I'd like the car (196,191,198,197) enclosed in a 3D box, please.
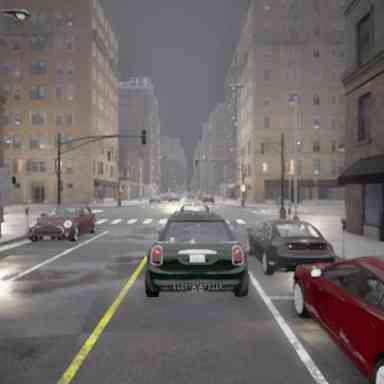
[{"bbox_3d":[2.537,0.768,70.298,2.192,1.841,5.009,0,0,0],"label":"car"}]

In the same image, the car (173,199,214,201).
[{"bbox_3d":[0.134,1.348,16.551,2.128,1.511,4.902,0,0,0],"label":"car"}]

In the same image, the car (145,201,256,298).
[{"bbox_3d":[0.078,1.277,8.512,2.097,1.767,4.553,0,1,-1],"label":"car"}]

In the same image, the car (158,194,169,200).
[{"bbox_3d":[-5.989,1.035,70.243,1.802,1.307,4.206,0,0,0],"label":"car"}]

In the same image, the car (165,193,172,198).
[{"bbox_3d":[-6.110,0.943,86.767,1.802,1.307,4.206,0,0,0],"label":"car"}]

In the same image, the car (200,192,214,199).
[{"bbox_3d":[2.657,1.107,53.779,1.887,1.381,4.507,0,0,0],"label":"car"}]

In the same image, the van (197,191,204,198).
[{"bbox_3d":[2.376,0.676,92.326,1.690,1.788,3.998,0,0,0],"label":"van"}]

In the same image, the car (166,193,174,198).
[{"bbox_3d":[-6.151,0.900,92.275,1.947,1.339,4.313,0,0,0],"label":"car"}]

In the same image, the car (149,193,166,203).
[{"bbox_3d":[-5.868,1.113,53.720,2.008,1.369,4.403,0,0,0],"label":"car"}]

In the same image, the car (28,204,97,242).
[{"bbox_3d":[-5.817,1.306,15.358,1.967,1.590,4.097,0,0,0],"label":"car"}]

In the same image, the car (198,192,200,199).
[{"bbox_3d":[2.617,1.090,59.285,1.947,1.339,4.313,0,0,0],"label":"car"}]

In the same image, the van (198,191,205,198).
[{"bbox_3d":[2.416,0.702,86.819,1.690,1.788,3.998,0,0,0],"label":"van"}]

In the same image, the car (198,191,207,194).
[{"bbox_3d":[2.575,1.012,64.962,1.752,1.417,4.829,0,0,0],"label":"car"}]

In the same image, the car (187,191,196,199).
[{"bbox_3d":[-0.215,0.977,81.281,1.895,1.301,4.718,0,0,0],"label":"car"}]

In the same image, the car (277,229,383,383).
[{"bbox_3d":[2.685,1.505,4.362,1.887,1.381,4.507,0,0,0],"label":"car"}]

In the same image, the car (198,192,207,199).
[{"bbox_3d":[2.456,0.830,81.312,1.967,1.590,4.097,0,0,0],"label":"car"}]

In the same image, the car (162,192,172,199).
[{"bbox_3d":[-6.069,0.830,81.259,1.967,1.590,4.097,0,0,0],"label":"car"}]

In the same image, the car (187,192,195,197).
[{"bbox_3d":[-0.288,0.724,91.254,1.994,1.385,4.181,0,0,0],"label":"car"}]

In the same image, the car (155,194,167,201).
[{"bbox_3d":[-5.949,1.032,64.736,1.887,1.381,4.507,0,0,0],"label":"car"}]

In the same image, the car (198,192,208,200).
[{"bbox_3d":[2.496,0.861,75.806,1.967,1.590,4.097,0,0,0],"label":"car"}]

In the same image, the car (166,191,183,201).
[{"bbox_3d":[-3.103,1.078,58.223,2.033,1.411,5.357,0,0,0],"label":"car"}]

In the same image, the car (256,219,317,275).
[{"bbox_3d":[2.696,1.464,9.853,2.008,1.369,4.403,0,0,0],"label":"car"}]
